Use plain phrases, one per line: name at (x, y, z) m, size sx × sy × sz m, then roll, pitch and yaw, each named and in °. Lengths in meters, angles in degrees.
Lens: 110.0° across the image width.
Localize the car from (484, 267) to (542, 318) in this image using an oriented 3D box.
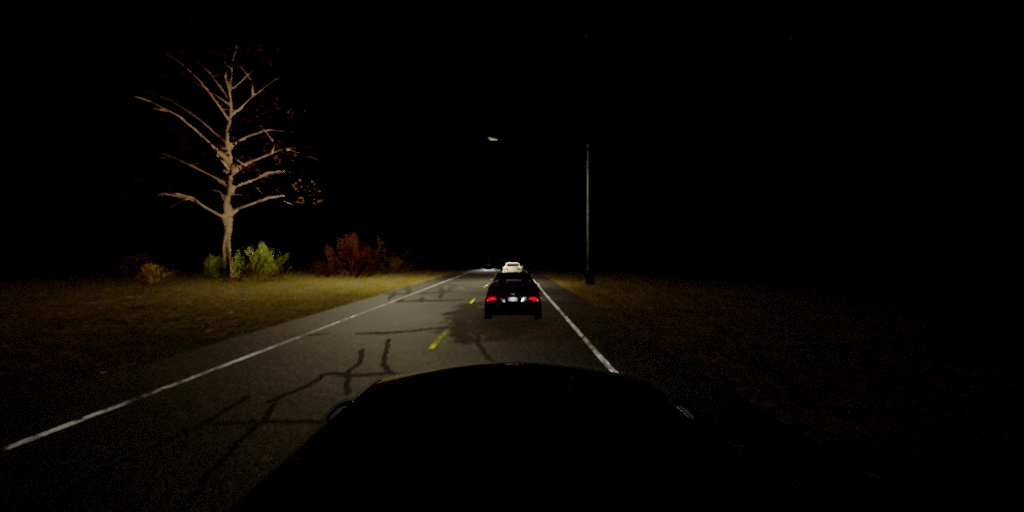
car at (0.045, 1.298, 12.869) m, size 2.033 × 1.411 × 5.357 m, roll 0°, pitch 0°, yaw 0°

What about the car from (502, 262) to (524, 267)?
car at (0.072, 1.279, 32.655) m, size 1.812 × 1.442 × 4.674 m, roll 0°, pitch 0°, yaw 0°

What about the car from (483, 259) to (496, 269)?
car at (-3.564, 1.252, 56.637) m, size 2.128 × 1.511 × 4.902 m, roll 0°, pitch 0°, yaw 0°
